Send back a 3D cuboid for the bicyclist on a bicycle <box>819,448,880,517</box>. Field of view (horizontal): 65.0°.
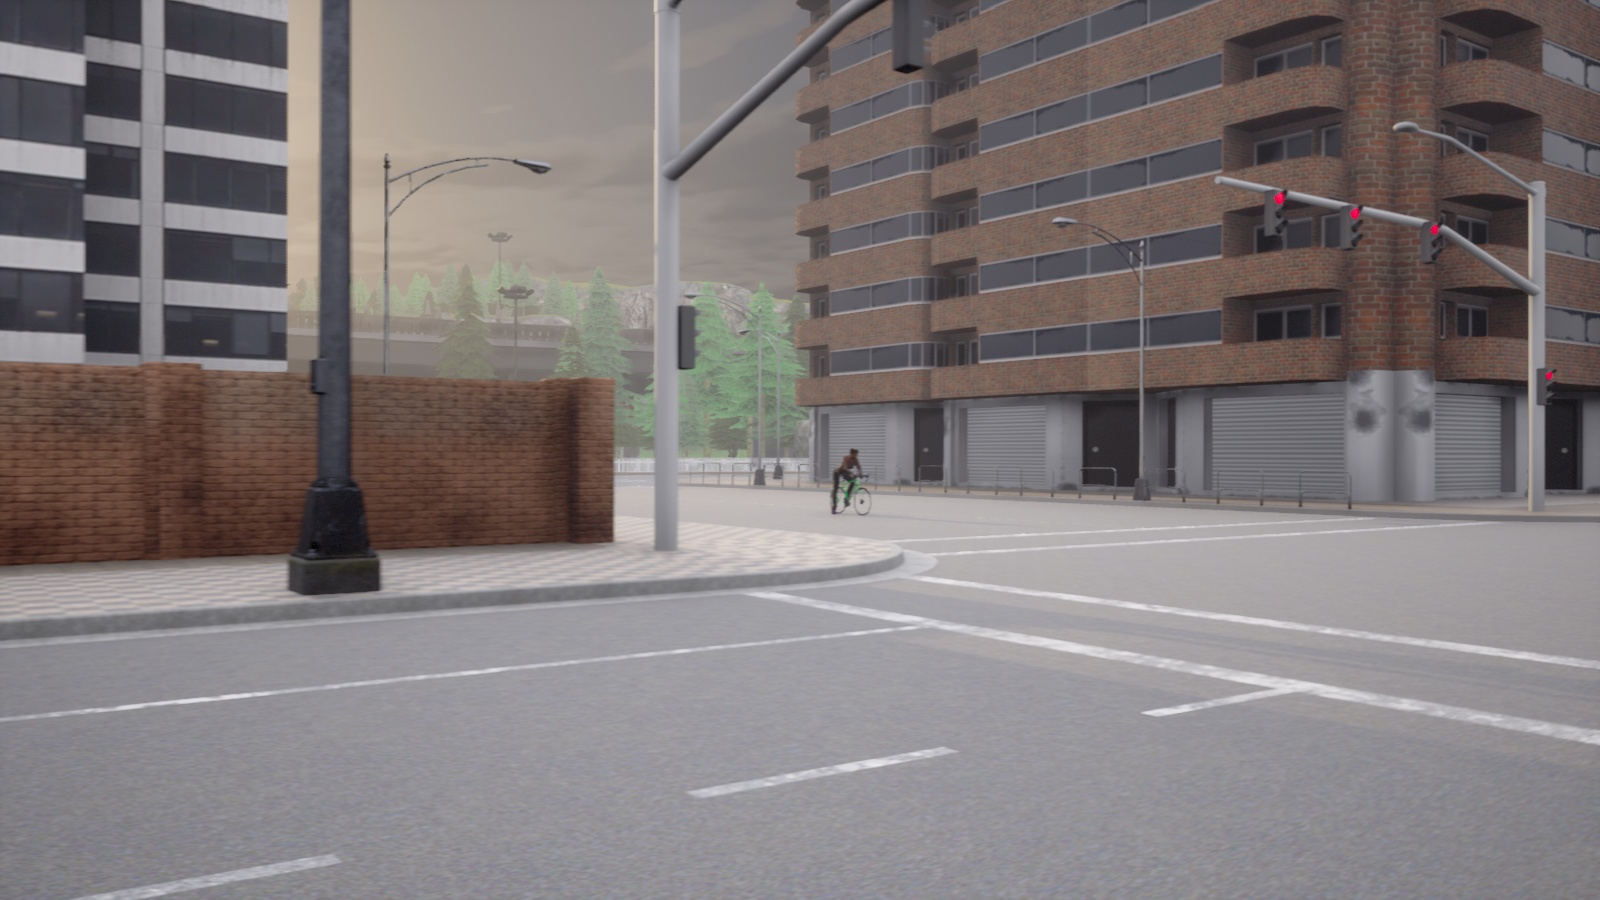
[{"bbox_3d":[1.179,0.770,30.329,0.582,1.620,1.656,0,0,-35],"label":"bicyclist on a bicycle"}]
